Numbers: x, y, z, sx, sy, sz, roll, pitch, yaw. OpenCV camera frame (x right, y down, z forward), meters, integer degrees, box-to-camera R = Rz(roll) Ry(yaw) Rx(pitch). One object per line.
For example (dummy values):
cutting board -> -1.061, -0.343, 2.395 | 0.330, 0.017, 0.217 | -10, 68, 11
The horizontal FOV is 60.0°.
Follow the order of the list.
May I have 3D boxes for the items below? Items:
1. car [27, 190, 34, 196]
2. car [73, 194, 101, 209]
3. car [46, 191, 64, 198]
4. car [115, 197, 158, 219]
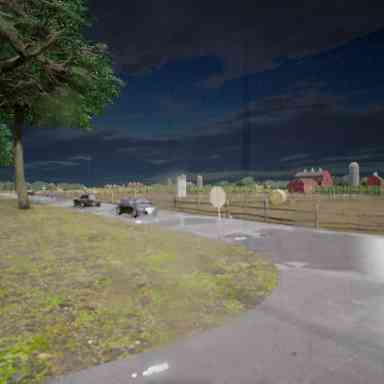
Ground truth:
car -> -41.233, 0.268, 84.057 | 1.882, 1.535, 5.008 | -1, 1, -35
car -> -11.454, 0.949, 36.078 | 1.882, 1.535, 5.008 | -1, 1, -35
car -> -20.058, 0.412, 48.655 | 1.812, 1.442, 4.674 | -1, 1, -35
car -> -4.366, 1.147, 25.839 | 2.128, 1.511, 4.902 | -1, 1, -35
